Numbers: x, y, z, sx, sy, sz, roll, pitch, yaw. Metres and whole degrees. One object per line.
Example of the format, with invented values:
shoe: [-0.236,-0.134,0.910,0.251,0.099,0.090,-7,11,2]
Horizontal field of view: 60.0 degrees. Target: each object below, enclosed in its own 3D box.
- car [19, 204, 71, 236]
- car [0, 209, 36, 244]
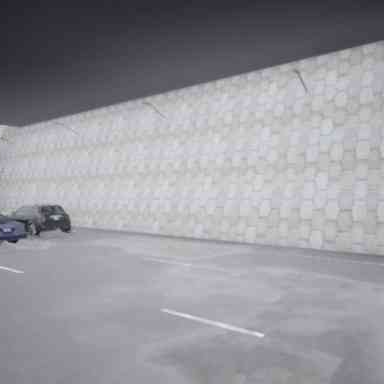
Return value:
car: [-8.998,1.454,19.057,4.553,1.767,2.097,0,0,36]
car: [-9.656,1.636,15.221,5.357,1.411,2.033,0,0,36]
